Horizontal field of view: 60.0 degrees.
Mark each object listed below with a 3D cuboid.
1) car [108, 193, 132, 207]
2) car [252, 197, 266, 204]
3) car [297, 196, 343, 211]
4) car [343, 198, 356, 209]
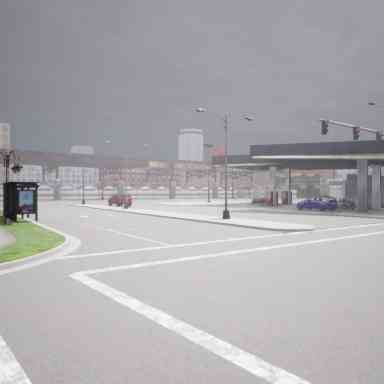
[{"bbox_3d":[-11.263,1.221,52.035,2.150,2.045,5.566,0,0,-35],"label":"car"},{"bbox_3d":[12.608,1.601,61.370,1.895,1.301,4.718,0,0,29],"label":"car"},{"bbox_3d":[14.306,1.295,38.312,2.242,1.667,4.611,0,0,-35],"label":"car"},{"bbox_3d":[18.580,1.456,42.226,1.970,1.475,3.806,0,0,-35],"label":"car"}]
